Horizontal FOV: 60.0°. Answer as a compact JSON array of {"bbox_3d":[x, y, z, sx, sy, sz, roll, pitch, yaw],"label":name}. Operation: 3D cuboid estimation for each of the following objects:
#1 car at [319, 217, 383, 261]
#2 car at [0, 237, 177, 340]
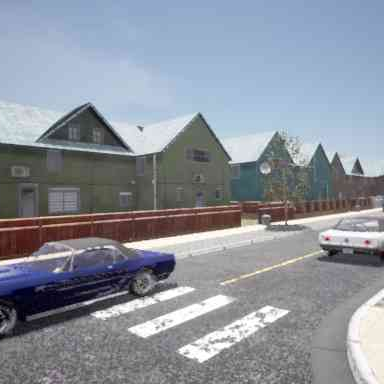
[{"bbox_3d":[6.409,1.534,11.982,1.895,1.301,4.718,-2,-1,44],"label":"car"},{"bbox_3d":[-2.621,1.691,6.867,1.895,1.301,4.718,-2,-1,44],"label":"car"}]
